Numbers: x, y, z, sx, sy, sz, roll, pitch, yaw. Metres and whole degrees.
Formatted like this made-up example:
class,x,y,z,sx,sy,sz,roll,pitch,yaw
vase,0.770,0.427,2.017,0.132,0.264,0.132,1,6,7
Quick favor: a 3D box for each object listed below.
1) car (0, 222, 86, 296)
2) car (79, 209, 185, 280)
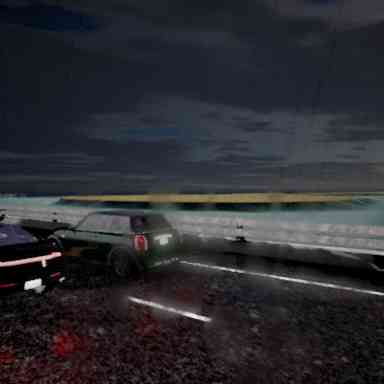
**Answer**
class,x,y,z,sx,sy,sz,roll,pitch,yaw
car,-4.875,1.461,7.501,4.902,1.511,2.128,0,0,36
car,-2.474,1.325,10.086,4.553,1.767,2.097,0,0,36
